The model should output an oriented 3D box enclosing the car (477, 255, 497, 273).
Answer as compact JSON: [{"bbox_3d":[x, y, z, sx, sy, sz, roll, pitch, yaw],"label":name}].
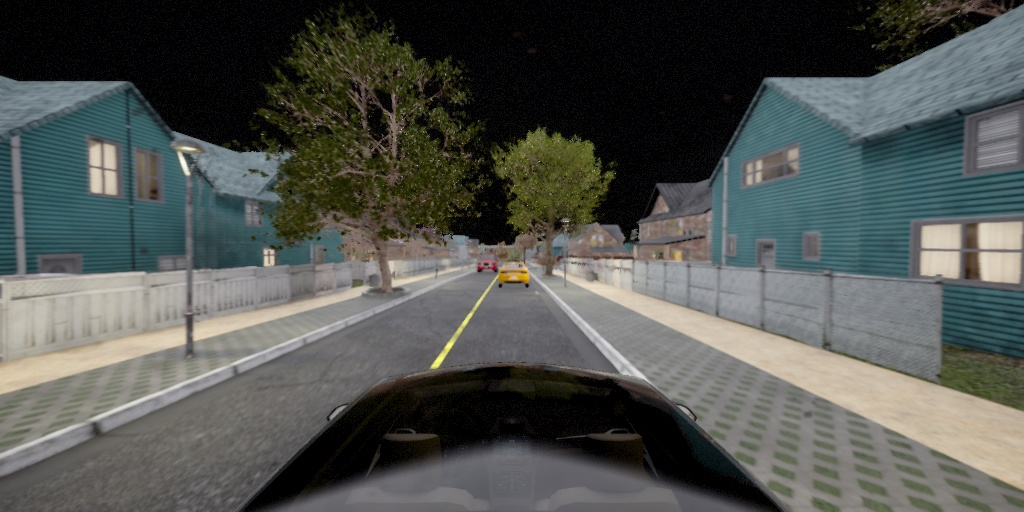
[{"bbox_3d":[-2.783,0.875,41.538,2.150,2.045,5.566,0,0,1],"label":"car"}]

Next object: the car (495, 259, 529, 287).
[{"bbox_3d":[0.099,1.143,23.486,1.882,1.535,5.008,0,0,0],"label":"car"}]
